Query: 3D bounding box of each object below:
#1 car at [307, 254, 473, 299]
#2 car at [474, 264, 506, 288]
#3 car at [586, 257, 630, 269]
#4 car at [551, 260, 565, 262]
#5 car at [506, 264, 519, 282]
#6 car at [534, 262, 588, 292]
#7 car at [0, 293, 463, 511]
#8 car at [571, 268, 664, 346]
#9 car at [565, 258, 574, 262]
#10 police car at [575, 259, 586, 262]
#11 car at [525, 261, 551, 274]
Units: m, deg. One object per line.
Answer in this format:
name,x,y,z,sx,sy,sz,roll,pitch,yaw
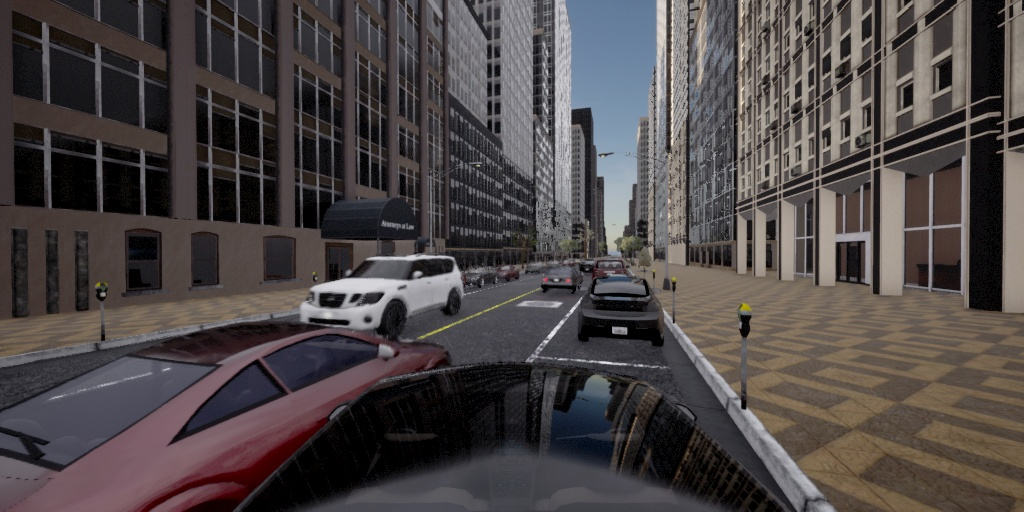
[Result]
car,-3.333,0.970,10.638,2.150,2.045,5.566,0,0,17
car,-2.205,1.296,23.554,2.007,1.370,4.403,0,0,17
car,5.830,1.060,21.171,2.192,1.841,5.009,0,0,17
car,5.875,1.289,50.799,2.007,1.370,4.403,0,0,17
car,-0.589,1.327,29.003,1.802,1.307,4.207,0,0,17
car,2.992,1.293,20.709,2.033,1.411,5.357,0,0,17
car,-2.150,1.313,3.372,1.994,1.385,4.181,0,0,17
car,2.849,1.252,9.517,1.837,1.490,4.892,0,0,17
car,9.107,1.318,61.697,1.802,1.307,4.207,0,0,17
police car,8.634,1.166,40.084,1.930,1.638,5.238,0,0,17
car,2.643,1.293,39.901,2.007,1.370,4.403,0,0,17
